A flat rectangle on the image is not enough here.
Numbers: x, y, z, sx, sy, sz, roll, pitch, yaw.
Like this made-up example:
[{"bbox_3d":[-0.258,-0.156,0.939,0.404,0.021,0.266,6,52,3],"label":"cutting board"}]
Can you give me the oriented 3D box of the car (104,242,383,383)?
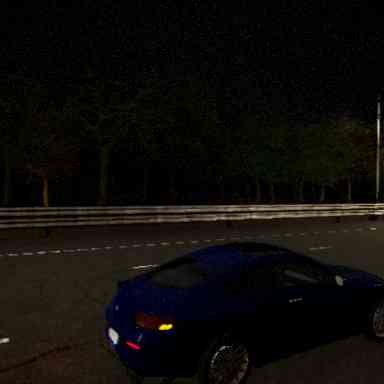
[{"bbox_3d":[1.088,1.508,5.003,4.674,1.442,1.812,1,0,-30],"label":"car"}]
